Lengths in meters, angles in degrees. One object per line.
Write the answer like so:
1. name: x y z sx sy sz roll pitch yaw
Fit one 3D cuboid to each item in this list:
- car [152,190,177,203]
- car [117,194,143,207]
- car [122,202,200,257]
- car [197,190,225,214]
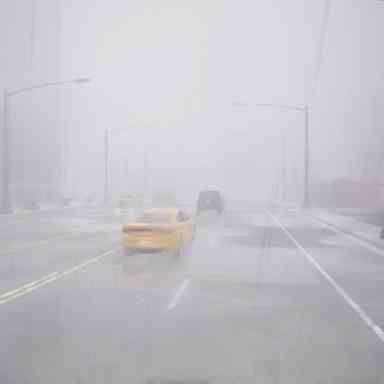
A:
1. car: -3.466 0.710 42.857 2.150 2.045 5.566 0 1 10
2. car: -7.430 1.008 40.355 1.882 1.535 5.008 0 1 9
3. car: -1.063 1.381 12.705 1.882 1.535 5.008 0 1 9
4. car: 1.791 0.870 30.430 2.150 2.045 5.566 0 1 9
